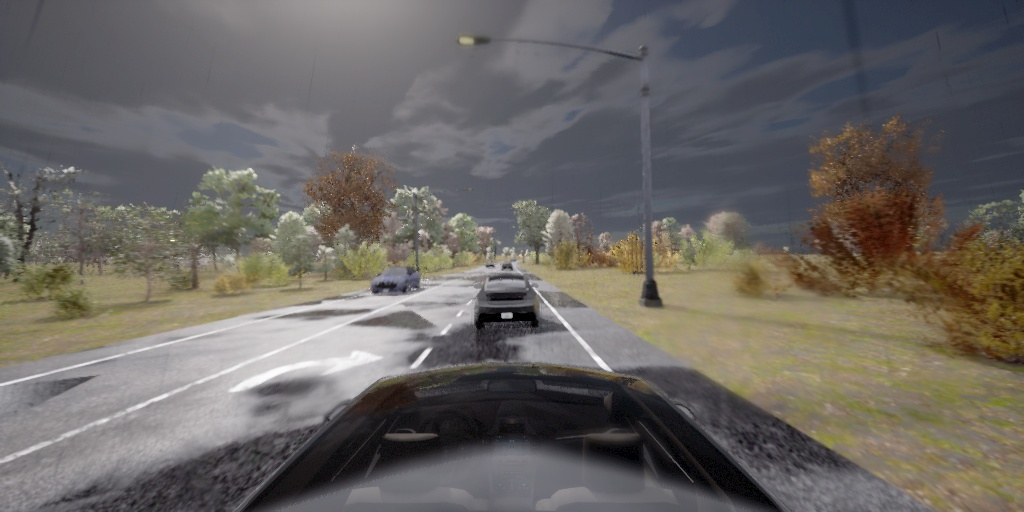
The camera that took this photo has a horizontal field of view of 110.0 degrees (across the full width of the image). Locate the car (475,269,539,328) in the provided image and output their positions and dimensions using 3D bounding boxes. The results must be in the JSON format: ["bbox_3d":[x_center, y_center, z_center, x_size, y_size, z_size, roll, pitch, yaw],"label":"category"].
[{"bbox_3d":[-0.170,1.344,11.852,1.837,1.490,4.892,-1,0,-1],"label":"car"}]

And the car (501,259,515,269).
[{"bbox_3d":[-0.823,1.695,61.426,1.837,1.490,4.892,-1,0,-1],"label":"car"}]

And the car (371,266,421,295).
[{"bbox_3d":[-7.307,1.430,22.926,2.097,1.767,4.553,-1,0,-1],"label":"car"}]
